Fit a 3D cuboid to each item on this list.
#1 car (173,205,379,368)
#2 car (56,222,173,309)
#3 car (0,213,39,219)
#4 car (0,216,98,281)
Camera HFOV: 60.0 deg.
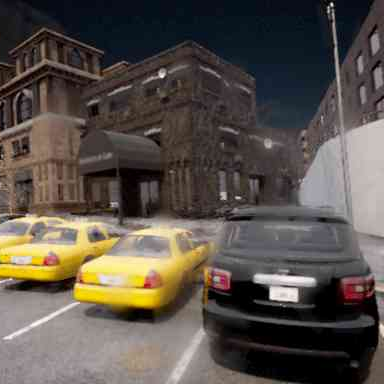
[{"bbox_3d":[1.732,1.253,6.226,2.435,2.045,5.566,0,-1,16],"label":"car"},{"bbox_3d":[-0.657,1.515,8.117,1.946,1.575,5.366,0,-1,16],"label":"car"},{"bbox_3d":[-5.620,1.549,11.247,1.946,1.575,5.366,0,-1,16],"label":"car"},{"bbox_3d":[-3.090,1.532,9.858,1.946,1.575,5.366,0,-1,16],"label":"car"}]
